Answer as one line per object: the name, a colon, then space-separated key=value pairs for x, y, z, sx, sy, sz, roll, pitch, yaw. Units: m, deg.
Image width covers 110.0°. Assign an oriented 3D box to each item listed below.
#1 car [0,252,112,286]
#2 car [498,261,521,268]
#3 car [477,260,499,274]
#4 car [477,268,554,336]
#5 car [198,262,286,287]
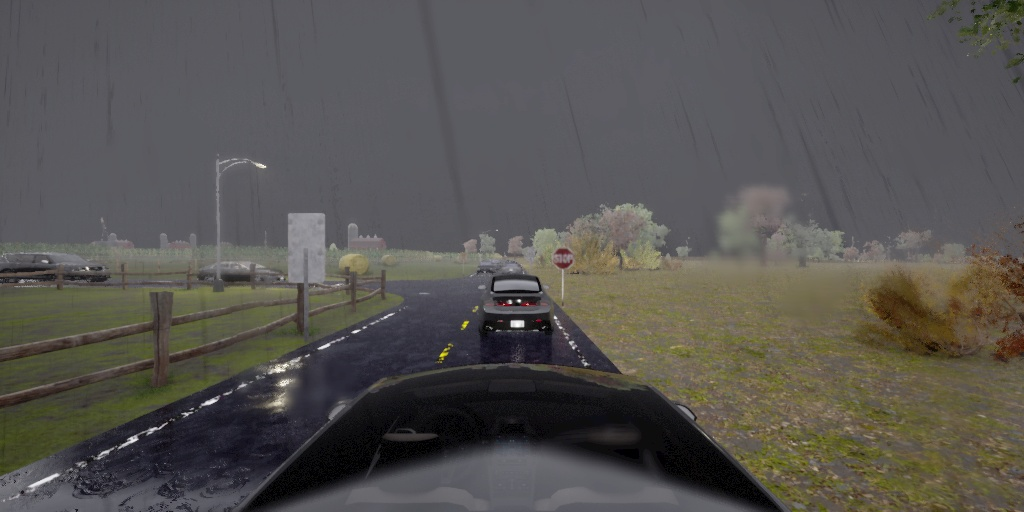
car: x=-29.196 y=0.800 z=22.911 sx=5.566 sy=2.045 sz=2.150 roll=0 pitch=1 yaw=1
car: x=-0.002 y=1.329 z=36.799 sx=1.994 sy=1.385 sz=4.181 roll=0 pitch=0 yaw=2
car: x=-2.848 y=1.316 z=40.392 sx=2.033 sy=1.411 sz=5.357 roll=0 pitch=0 yaw=0
car: x=0.068 y=1.255 z=10.369 sx=1.837 sy=1.490 sz=4.892 roll=0 pitch=0 yaw=-1
car: x=-17.237 y=1.152 z=23.035 sx=4.902 sy=1.511 sz=2.128 roll=0 pitch=1 yaw=-1
